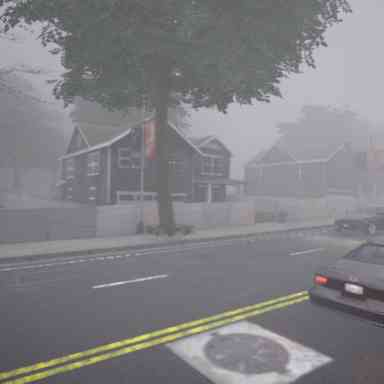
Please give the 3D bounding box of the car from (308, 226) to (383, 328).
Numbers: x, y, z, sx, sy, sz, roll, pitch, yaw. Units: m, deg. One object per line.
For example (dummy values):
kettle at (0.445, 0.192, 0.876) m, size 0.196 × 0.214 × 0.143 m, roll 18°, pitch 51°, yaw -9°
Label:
car at (4.611, 1.583, 6.733) m, size 5.357 × 1.411 × 2.033 m, roll 0°, pitch 0°, yaw -35°

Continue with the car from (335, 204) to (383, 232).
car at (10.086, 1.462, 18.868) m, size 5.008 × 1.535 × 1.882 m, roll -1°, pitch 0°, yaw -35°
